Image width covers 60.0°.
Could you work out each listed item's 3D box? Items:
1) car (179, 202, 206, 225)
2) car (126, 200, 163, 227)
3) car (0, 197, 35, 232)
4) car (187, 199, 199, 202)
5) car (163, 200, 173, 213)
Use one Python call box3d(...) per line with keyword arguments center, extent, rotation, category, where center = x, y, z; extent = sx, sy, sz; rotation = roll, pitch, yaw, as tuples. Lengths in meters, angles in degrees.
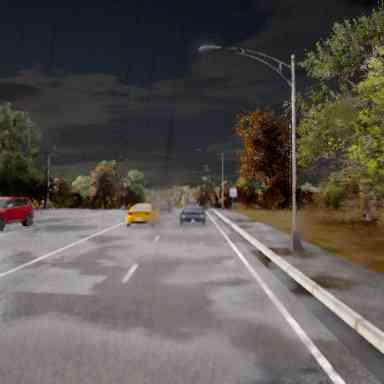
box3d(center=(0.082, 1.714, 25.127), extent=(1.895, 1.301, 4.718), rotation=(0, 0, 1), category="car")
box3d(center=(-3.428, 1.585, 23.975), extent=(1.882, 1.535, 5.008), rotation=(0, 0, 0), category="car")
box3d(center=(-12.045, 1.316, 20.900), extent=(2.150, 2.045, 5.566), rotation=(0, 0, 1), category="car")
box3d(center=(0.120, 1.703, 43.902), extent=(2.128, 1.511, 4.902), rotation=(0, -1, 0), category="car")
box3d(center=(-3.399, 1.724, 40.121), extent=(2.033, 1.411, 5.357), rotation=(0, 0, 0), category="car")
